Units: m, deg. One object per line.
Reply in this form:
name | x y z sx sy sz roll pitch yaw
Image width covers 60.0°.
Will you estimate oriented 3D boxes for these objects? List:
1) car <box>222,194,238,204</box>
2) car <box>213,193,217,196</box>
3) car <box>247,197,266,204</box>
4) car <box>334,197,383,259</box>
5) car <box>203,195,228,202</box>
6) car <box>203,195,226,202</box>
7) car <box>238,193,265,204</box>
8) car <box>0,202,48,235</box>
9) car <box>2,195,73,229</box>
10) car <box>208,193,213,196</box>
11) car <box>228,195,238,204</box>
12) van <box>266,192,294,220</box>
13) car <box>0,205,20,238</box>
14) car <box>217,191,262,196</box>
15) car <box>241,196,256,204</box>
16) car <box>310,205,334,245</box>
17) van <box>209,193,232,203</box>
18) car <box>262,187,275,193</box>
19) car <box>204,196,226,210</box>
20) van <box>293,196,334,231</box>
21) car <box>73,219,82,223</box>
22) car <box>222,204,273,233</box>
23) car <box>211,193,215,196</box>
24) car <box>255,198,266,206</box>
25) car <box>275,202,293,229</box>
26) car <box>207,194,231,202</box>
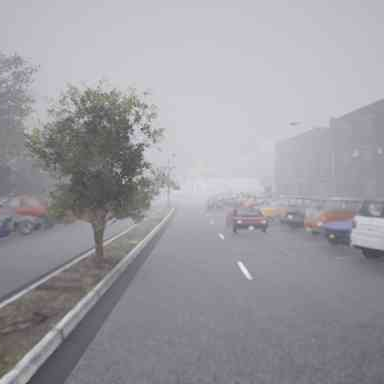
car | 7.275 1.436 46.898 5.008 1.535 2.097 1 0 -23
car | 6.619 1.463 58.966 4.674 1.452 2.002 1 0 -24
car | 7.724 1.457 28.780 5.008 1.535 2.097 1 0 -21
car | 7.784 1.223 10.729 5.566 2.045 2.435 1 0 -20
car | 5.232 1.402 73.940 5.366 1.575 1.946 1 0 -26
car | 5.287 1.439 77.000 4.792 1.488 2.163 1 0 -26
car | 7.607 1.324 34.818 4.553 1.767 2.185 1 0 -21
car | -10.415 1.522 17.515 4.792 1.488 2.163 -1 0 -20
car | -10.475 1.240 20.464 5.566 2.045 2.435 -1 0 -20
car | 6.191 1.418 64.993 4.892 1.521 2.231 1 0 -25
car | 7.480 1.443 40.864 5.008 1.535 2.097 1 0 -22
van | 7.644 1.236 22.709 4.442 1.987 1.878 1 0 -20
car | -10.465 1.525 14.512 4.792 1.488 2.163 -1 0 -20
car | 7.112 1.181 49.902 5.566 2.045 2.435 1 0 -23
car | 7.667 1.455 31.799 4.892 1.521 2.231 1 0 -21
car | 7.761 1.471 13.721 5.008 1.535 2.097 1 0 -20
van | 5.839 1.186 67.952 4.442 1.987 1.878 1 0 -25
car | 19.921 0.112 89.187 2.002 1.452 4.674 -7 4 -30
car | 2.744 1.564 42.411 1.895 1.301 4.718 0 0 -2
van | 7.653 1.241 16.684 4.442 1.987 1.878 1 0 -20
car | -10.286 1.483 23.518 5.366 1.575 1.946 -1 0 -20
car | 3.093 1.585 19.573 1.895 1.301 4.718 0 0 0
car | 6.404 1.459 61.983 4.674 1.452 2.002 1 0 -24
car | 7.908 1.459 25.837 5.366 1.575 1.946 1 0 -20
car | 7.782 1.496 19.754 4.792 1.488 2.163 1 0 -20
car | 5.709 1.285 71.025 4.553 1.767 2.185 1 0 -25
